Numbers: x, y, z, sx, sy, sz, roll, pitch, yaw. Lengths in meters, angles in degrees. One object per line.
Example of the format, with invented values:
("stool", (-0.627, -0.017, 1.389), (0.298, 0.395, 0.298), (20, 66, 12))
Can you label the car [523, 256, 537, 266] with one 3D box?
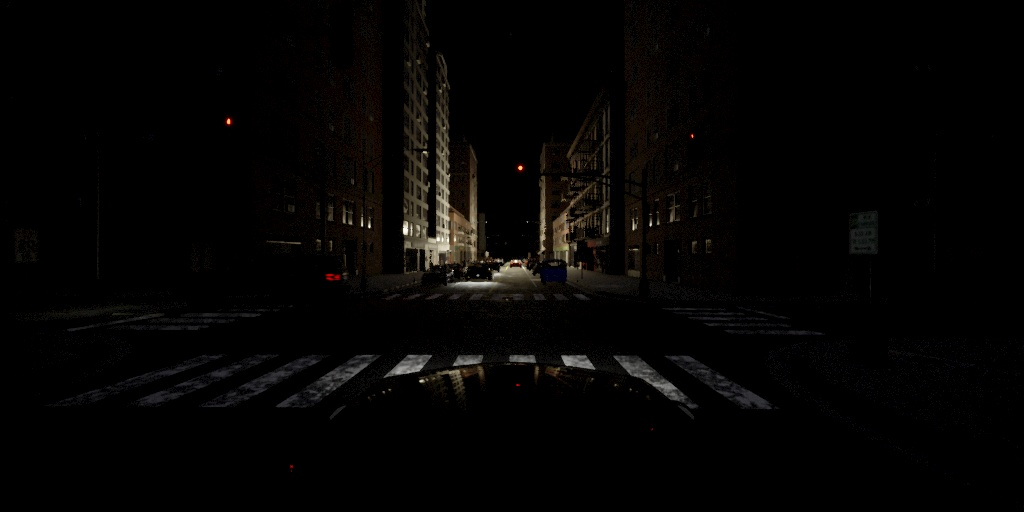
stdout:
("car", (3.123, 1.054, 53.801), (2.192, 1.841, 5.009), (0, 0, 1))

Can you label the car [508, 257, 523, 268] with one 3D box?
("car", (0.639, 1.336, 59.078), (1.895, 1.301, 4.718), (0, 0, 1))

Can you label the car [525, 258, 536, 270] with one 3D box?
("car", (3.069, 1.325, 48.120), (1.802, 1.307, 4.207), (0, 0, 1))

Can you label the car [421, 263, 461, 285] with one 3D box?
("car", (-5.170, 1.299, 25.462), (2.007, 1.370, 4.403), (0, 0, 1))

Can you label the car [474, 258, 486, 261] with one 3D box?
("car", (-4.957, 1.268, 48.019), (1.751, 1.417, 4.829), (0, 0, 1))

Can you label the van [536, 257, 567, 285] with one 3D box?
("van", (2.855, 1.089, 25.395), (1.690, 1.789, 3.998), (0, 0, 1))

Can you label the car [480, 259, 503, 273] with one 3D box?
("car", (-2.447, 1.346, 43.682), (1.895, 1.301, 4.718), (0, 0, 1))

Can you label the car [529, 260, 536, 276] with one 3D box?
("car", (2.962, 1.329, 36.757), (1.802, 1.307, 4.207), (0, 0, 1))

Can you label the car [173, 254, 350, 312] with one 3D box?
("car", (-9.233, 0.925, 13.689), (5.566, 2.045, 2.150), (1, 1, -11))

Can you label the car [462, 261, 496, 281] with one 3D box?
("car", (-2.596, 1.312, 29.350), (1.994, 1.385, 4.181), (0, 0, 1))

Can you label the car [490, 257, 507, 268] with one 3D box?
("car", (-2.209, 1.342, 59.723), (1.895, 1.301, 4.718), (0, 0, 1))

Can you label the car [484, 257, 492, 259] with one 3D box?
("car", (-4.795, 1.296, 65.234), (1.948, 1.339, 4.313), (0, 0, 1))
